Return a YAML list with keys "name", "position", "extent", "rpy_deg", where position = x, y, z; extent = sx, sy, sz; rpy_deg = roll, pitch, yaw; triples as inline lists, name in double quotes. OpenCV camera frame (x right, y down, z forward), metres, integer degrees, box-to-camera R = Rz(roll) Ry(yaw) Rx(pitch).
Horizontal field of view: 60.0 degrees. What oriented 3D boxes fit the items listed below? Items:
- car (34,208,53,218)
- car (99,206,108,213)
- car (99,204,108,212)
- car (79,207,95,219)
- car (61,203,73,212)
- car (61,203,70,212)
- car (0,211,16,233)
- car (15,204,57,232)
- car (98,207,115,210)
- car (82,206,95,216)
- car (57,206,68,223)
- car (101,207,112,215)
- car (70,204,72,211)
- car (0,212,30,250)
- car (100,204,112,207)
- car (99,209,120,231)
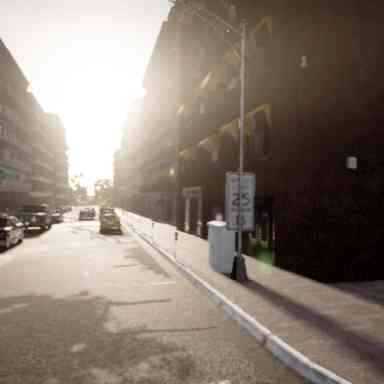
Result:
- name: "car"
  position: [-20.718, 2.903, 46.480]
  extent: [1.802, 1.307, 4.206]
  rpy_deg: [0, -2, -15]
- name: "car"
  position: [-20.000, 3.904, 75.363]
  extent: [1.947, 1.339, 4.313]
  rpy_deg: [0, -2, -15]
- name: "car"
  position: [-21.470, 3.816, 80.693]
  extent: [2.192, 1.841, 5.009]
  rpy_deg: [0, -2, -15]
- name: "car"
  position: [-14.322, 2.860, 45.129]
  extent: [2.128, 1.511, 4.902]
  rpy_deg: [1, -2, -16]
- name: "car"
  position: [-29.535, 3.617, 78.423]
  extent: [2.192, 1.841, 5.009]
  rpy_deg: [0, -2, -15]
- name: "car"
  position: [-26.595, 3.526, 67.772]
  extent: [2.008, 1.369, 4.403]
  rpy_deg: [0, -2, -15]
- name: "car"
  position: [-14.796, 2.187, 25.027]
  extent: [1.752, 1.417, 4.829]
  rpy_deg: [0, -2, -15]
- name: "car"
  position: [-12.407, 1.959, 26.192]
  extent: [2.150, 2.045, 5.566]
  rpy_deg: [1, -2, -15]
- name: "car"
  position: [-9.751, 2.723, 38.271]
  extent: [1.752, 1.417, 4.829]
  rpy_deg: [0, -2, -15]
- name: "car"
  position: [-17.264, 3.173, 55.774]
  extent: [1.882, 1.535, 5.008]
  rpy_deg: [1, -2, -15]
- name: "car"
  position: [-15.207, 2.601, 36.462]
  extent: [2.033, 1.411, 5.357]
  rpy_deg: [1, -2, -15]
- name: "car"
  position: [-15.622, 3.419, 60.720]
  extent: [1.812, 1.442, 4.674]
  rpy_deg: [1, -2, -15]
- name: "car"
  position: [-28.065, 3.690, 73.093]
  extent: [2.008, 1.369, 4.403]
  rpy_deg: [0, -2, -15]
- name: "car"
  position: [-9.771, 1.948, 16.616]
  extent: [1.837, 1.490, 4.892]
  rpy_deg: [1, -2, -15]
- name: "car"
  position: [-11.181, 2.671, 43.435]
  extent: [2.192, 1.841, 5.009]
  rpy_deg: [0, -2, -15]
- name: "car"
  position: [-6.854, 2.395, 27.614]
  extent: [1.752, 1.417, 4.829]
  rpy_deg: [0, -2, -15]
